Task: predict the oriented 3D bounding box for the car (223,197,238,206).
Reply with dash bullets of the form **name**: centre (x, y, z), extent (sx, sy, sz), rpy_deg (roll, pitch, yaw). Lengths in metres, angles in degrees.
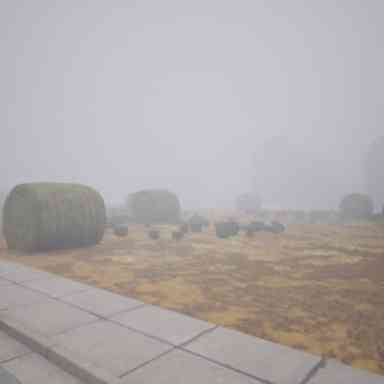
- **car**: centre (8.749, 1.999, 73.154), extent (3.866, 1.878, 1.905), rpy_deg (-1, 5, -7)
